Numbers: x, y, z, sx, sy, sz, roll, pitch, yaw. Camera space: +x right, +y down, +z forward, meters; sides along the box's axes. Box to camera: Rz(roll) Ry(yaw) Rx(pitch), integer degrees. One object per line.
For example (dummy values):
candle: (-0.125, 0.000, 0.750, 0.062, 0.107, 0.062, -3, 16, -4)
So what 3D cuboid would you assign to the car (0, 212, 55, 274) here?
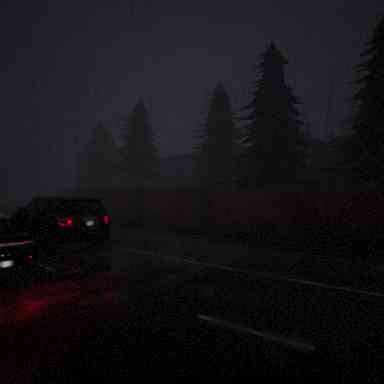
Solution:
car: (-6.084, 1.439, 9.335, 4.902, 1.511, 2.128, 0, 0, 42)

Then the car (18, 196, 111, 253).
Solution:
car: (-5.515, 1.168, 13.534, 5.566, 2.045, 2.150, 1, 0, 44)
